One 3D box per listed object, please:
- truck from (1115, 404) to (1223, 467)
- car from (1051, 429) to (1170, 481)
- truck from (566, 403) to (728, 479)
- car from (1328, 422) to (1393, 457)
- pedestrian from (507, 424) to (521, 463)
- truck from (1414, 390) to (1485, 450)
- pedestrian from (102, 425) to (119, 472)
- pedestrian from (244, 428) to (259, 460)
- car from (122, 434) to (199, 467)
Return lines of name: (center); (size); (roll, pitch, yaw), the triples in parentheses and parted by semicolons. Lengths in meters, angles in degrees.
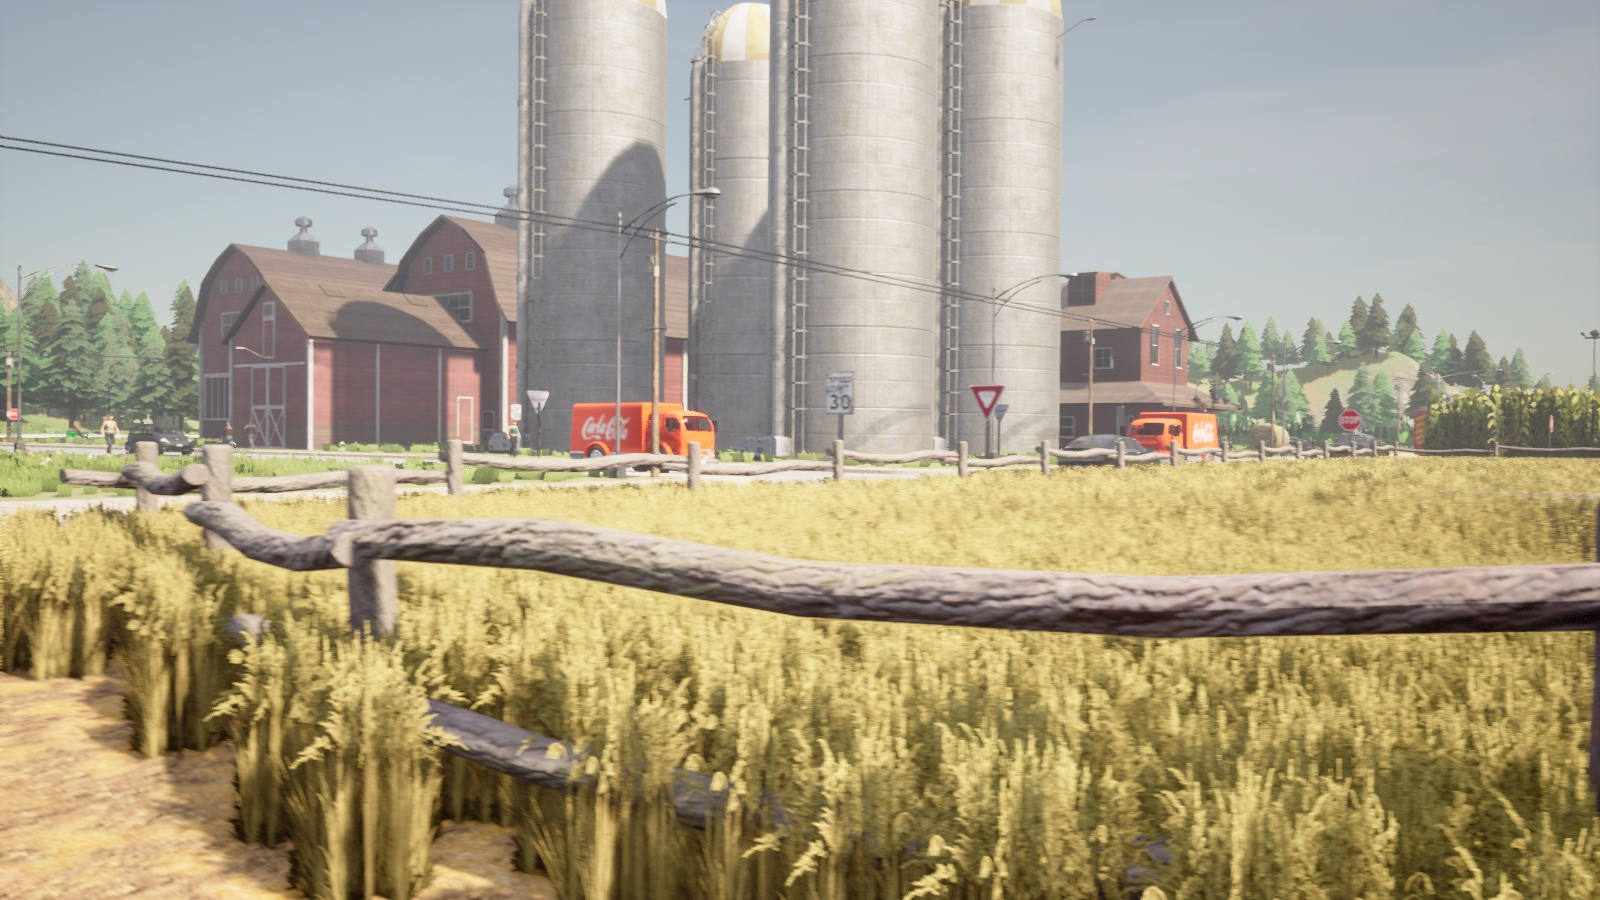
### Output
truck: (15.488, -0.619, 52.511); (2.627, 2.467, 5.204); (0, 1, 38)
car: (9.720, 0.110, 39.027); (1.837, 1.490, 4.892); (0, 1, 37)
truck: (-5.367, -0.318, 43.801); (5.204, 2.467, 2.627); (0, 1, 36)
car: (28.798, -0.556, 64.490); (2.097, 1.767, 4.553); (0, 1, 37)
pedestrian: (-13.504, -0.321, 59.247); (0.594, 1.836, 0.345); (0, 1, 40)
truck: (43.686, -1.985, 84.358); (2.891, 3.827, 8.468); (0, 1, 37)
pedestrian: (-27.002, -0.064, 49.161); (0.594, 1.836, 0.345); (0, 1, 35)
pedestrian: (-31.766, -0.351, 72.705); (0.563, 1.883, 0.849); (-1, 1, -42)
car: (-32.296, 0.027, 63.366); (3.988, 1.617, 1.851); (0, 1, 36)
